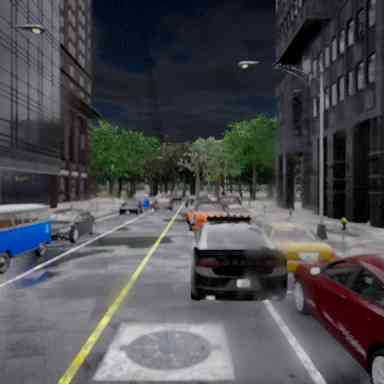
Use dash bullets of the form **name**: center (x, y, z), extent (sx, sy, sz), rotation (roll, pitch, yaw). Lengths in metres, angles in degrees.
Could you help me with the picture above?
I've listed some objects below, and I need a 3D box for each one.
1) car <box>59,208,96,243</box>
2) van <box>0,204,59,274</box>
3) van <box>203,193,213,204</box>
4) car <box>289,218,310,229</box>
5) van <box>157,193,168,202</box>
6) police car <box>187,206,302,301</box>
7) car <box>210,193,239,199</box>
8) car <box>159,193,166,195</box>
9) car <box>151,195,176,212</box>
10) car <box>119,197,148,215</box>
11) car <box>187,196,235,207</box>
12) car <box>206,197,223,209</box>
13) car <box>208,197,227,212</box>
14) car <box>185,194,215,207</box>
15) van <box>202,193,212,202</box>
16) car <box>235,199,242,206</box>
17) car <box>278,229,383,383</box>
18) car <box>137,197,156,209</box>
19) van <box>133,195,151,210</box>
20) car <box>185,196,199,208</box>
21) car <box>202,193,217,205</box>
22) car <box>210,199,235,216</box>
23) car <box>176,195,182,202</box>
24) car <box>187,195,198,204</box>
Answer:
- **car**: center (-5.748, 1.478, 15.483), extent (2.008, 1.369, 4.403), rotation (0, 0, 0)
- **van**: center (-5.754, 1.293, 10.044), extent (1.690, 1.788, 3.998), rotation (0, 0, 0)
- **van**: center (2.823, 1.079, 58.973), extent (1.690, 1.788, 3.998), rotation (0, 0, 0)
- **car**: center (2.772, 1.477, 10.206), extent (1.752, 1.417, 4.829), rotation (0, 0, 0)
- **van**: center (-5.696, 1.057, 64.419), extent (1.690, 1.788, 3.998), rotation (0, 0, 0)
- **police car**: center (0.908, 1.386, 8.414), extent (1.930, 1.638, 5.238), rotation (0, 0, 0)
- **car**: center (2.789, 1.193, 26.347), extent (2.192, 1.841, 5.009), rotation (0, 0, 0)
- **car**: center (-5.708, 1.287, 53.375), extent (1.752, 1.417, 4.829), rotation (0, 0, 0)
- **car**: center (-3.061, 1.359, 36.449), extent (1.812, 1.442, 4.674), rotation (0, 0, 0)
- **car**: center (-5.730, 1.419, 31.795), extent (1.947, 1.339, 4.313), rotation (0, 0, 0)
- **car**: center (0.918, 1.266, 18.274), extent (2.097, 1.767, 4.553), rotation (0, 0, 0)
- **car**: center (2.806, 1.351, 42.661), extent (1.887, 1.381, 4.507), rotation (0, 0, 0)
- **car**: center (2.801, 1.354, 37.393), extent (1.752, 1.417, 4.829), rotation (0, 0, 0)
- **car**: center (0.741, 1.238, 24.302), extent (2.097, 1.767, 4.553), rotation (0, 0, 2)
- **van**: center (2.829, 1.057, 64.410), extent (1.690, 1.788, 3.998), rotation (0, 0, 0)
- **car**: center (2.783, 1.427, 21.081), extent (1.752, 1.417, 4.829), rotation (0, 0, 0)
- **car**: center (2.766, 1.522, 4.598), extent (1.887, 1.381, 4.507), rotation (0, 0, 0)
- **car**: center (-5.719, 1.332, 42.500), extent (1.752, 1.417, 4.829), rotation (0, 0, 0)
- **van**: center (-5.725, 1.171, 37.232), extent (1.690, 1.788, 3.998), rotation (0, 0, 0)
- **car**: center (0.058, 1.299, 45.679), extent (1.837, 1.490, 4.892), rotation (0, 0, 0)
- **car**: center (2.817, 1.076, 53.535), extent (2.192, 1.841, 5.009), rotation (0, 0, 0)
- **car**: center (2.795, 1.404, 31.786), extent (2.008, 1.369, 4.403), rotation (0, 0, 0)
- **car**: center (-2.930, 1.307, 66.954), extent (1.895, 1.301, 4.718), rotation (0, 0, 0)
- **car**: center (0.063, 1.241, 59.528), extent (1.837, 1.490, 4.892), rotation (0, 0, 0)
